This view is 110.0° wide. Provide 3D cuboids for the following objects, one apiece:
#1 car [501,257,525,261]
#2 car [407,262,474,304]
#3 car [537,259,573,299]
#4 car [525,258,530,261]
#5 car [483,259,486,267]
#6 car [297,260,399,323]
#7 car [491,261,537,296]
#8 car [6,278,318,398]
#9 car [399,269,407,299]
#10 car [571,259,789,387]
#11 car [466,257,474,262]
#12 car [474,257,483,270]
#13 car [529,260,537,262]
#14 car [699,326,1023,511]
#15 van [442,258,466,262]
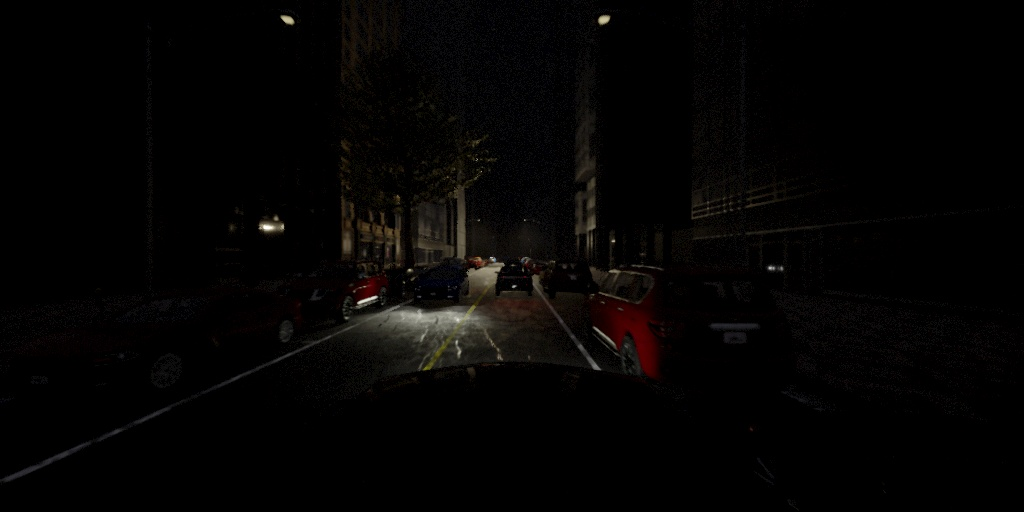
[{"bbox_3d":[0.109,1.113,41.143,2.097,1.767,4.553,0,0,0],"label":"car"},{"bbox_3d":[-3.096,1.219,16.588,1.882,1.535,5.008,0,0,0],"label":"car"},{"bbox_3d":[2.671,1.056,17.959,2.192,1.841,5.009,0,0,0],"label":"car"},{"bbox_3d":[2.677,1.313,46.151,1.888,1.381,4.507,0,0,0],"label":"car"},{"bbox_3d":[-5.846,1.100,57.444,2.192,1.841,5.009,0,0,0],"label":"car"},{"bbox_3d":[-5.855,1.059,12.330,2.192,1.841,5.009,0,0,0],"label":"car"},{"bbox_3d":[0.103,1.232,19.365,2.128,1.511,4.902,0,0,0],"label":"car"},{"bbox_3d":[-5.856,1.292,6.690,1.888,1.381,4.507,0,0,0],"label":"car"},{"bbox_3d":[-5.854,1.307,17.970,1.948,1.339,4.313,0,0,0],"label":"car"},{"bbox_3d":[2.669,1.062,6.680,2.192,1.841,5.009,0,0,0],"label":"car"},{"bbox_3d":[-5.850,1.199,40.526,1.967,1.591,4.097,0,0,0],"label":"car"},{"bbox_3d":[-5.847,1.091,51.805,2.192,1.841,5.009,0,0,0],"label":"car"},{"bbox_3d":[2.675,1.333,34.872,1.802,1.307,4.207,0,0,0],"label":"car"},{"bbox_3d":[2.668,1.316,1.041,1.948,1.339,4.313,0,0,0],"label":"car"},{"bbox_3d":[-5.851,1.092,34.886,1.690,1.789,3.998,0,0,0],"label":"van"}]
